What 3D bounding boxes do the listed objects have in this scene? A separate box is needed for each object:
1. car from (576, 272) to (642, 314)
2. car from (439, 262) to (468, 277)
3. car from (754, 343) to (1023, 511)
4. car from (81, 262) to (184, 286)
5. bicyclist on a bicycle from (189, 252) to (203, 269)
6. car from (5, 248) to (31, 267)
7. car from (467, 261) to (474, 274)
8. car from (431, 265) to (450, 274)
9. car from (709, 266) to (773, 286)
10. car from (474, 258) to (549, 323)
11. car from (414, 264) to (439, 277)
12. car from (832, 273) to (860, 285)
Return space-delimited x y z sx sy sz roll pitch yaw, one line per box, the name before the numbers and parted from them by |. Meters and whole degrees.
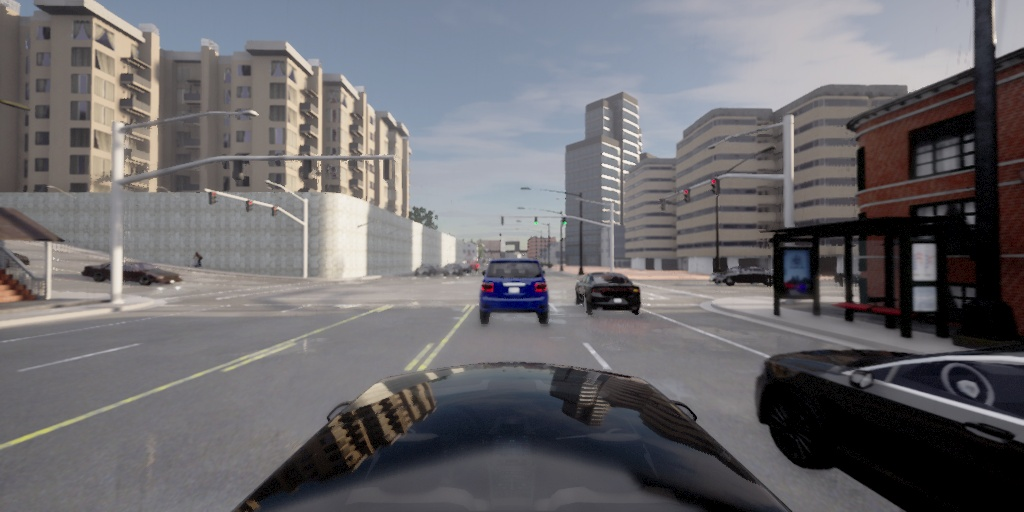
car | 3.741 1.383 14.610 1.882 1.535 5.008 0 -1 4
car | -7.182 1.757 44.558 2.128 1.511 4.902 0 -1 0
car | 3.594 1.244 2.002 2.128 1.511 4.902 0 -1 0
car | -25.443 1.106 24.105 5.357 1.411 2.033 5 -1 0
bicyclist on a bicycle | -30.804 0.430 35.095 0.582 1.620 1.656 6 -1 0
car | -35.293 -0.123 24.069 4.181 1.385 1.994 10 -1 0
car | -7.195 1.856 53.989 1.882 1.535 5.008 0 -1 0
car | -10.699 1.976 53.744 1.895 1.301 4.718 0 -1 0
car | 18.058 1.558 28.036 4.902 1.511 2.128 0 -1 0
car | 0.068 1.106 12.937 2.150 2.045 5.566 0 -1 0
car | -10.680 1.756 44.481 2.128 1.511 4.902 0 -1 0
car | 28.157 1.668 28.087 4.718 1.301 1.895 0 -1 0
